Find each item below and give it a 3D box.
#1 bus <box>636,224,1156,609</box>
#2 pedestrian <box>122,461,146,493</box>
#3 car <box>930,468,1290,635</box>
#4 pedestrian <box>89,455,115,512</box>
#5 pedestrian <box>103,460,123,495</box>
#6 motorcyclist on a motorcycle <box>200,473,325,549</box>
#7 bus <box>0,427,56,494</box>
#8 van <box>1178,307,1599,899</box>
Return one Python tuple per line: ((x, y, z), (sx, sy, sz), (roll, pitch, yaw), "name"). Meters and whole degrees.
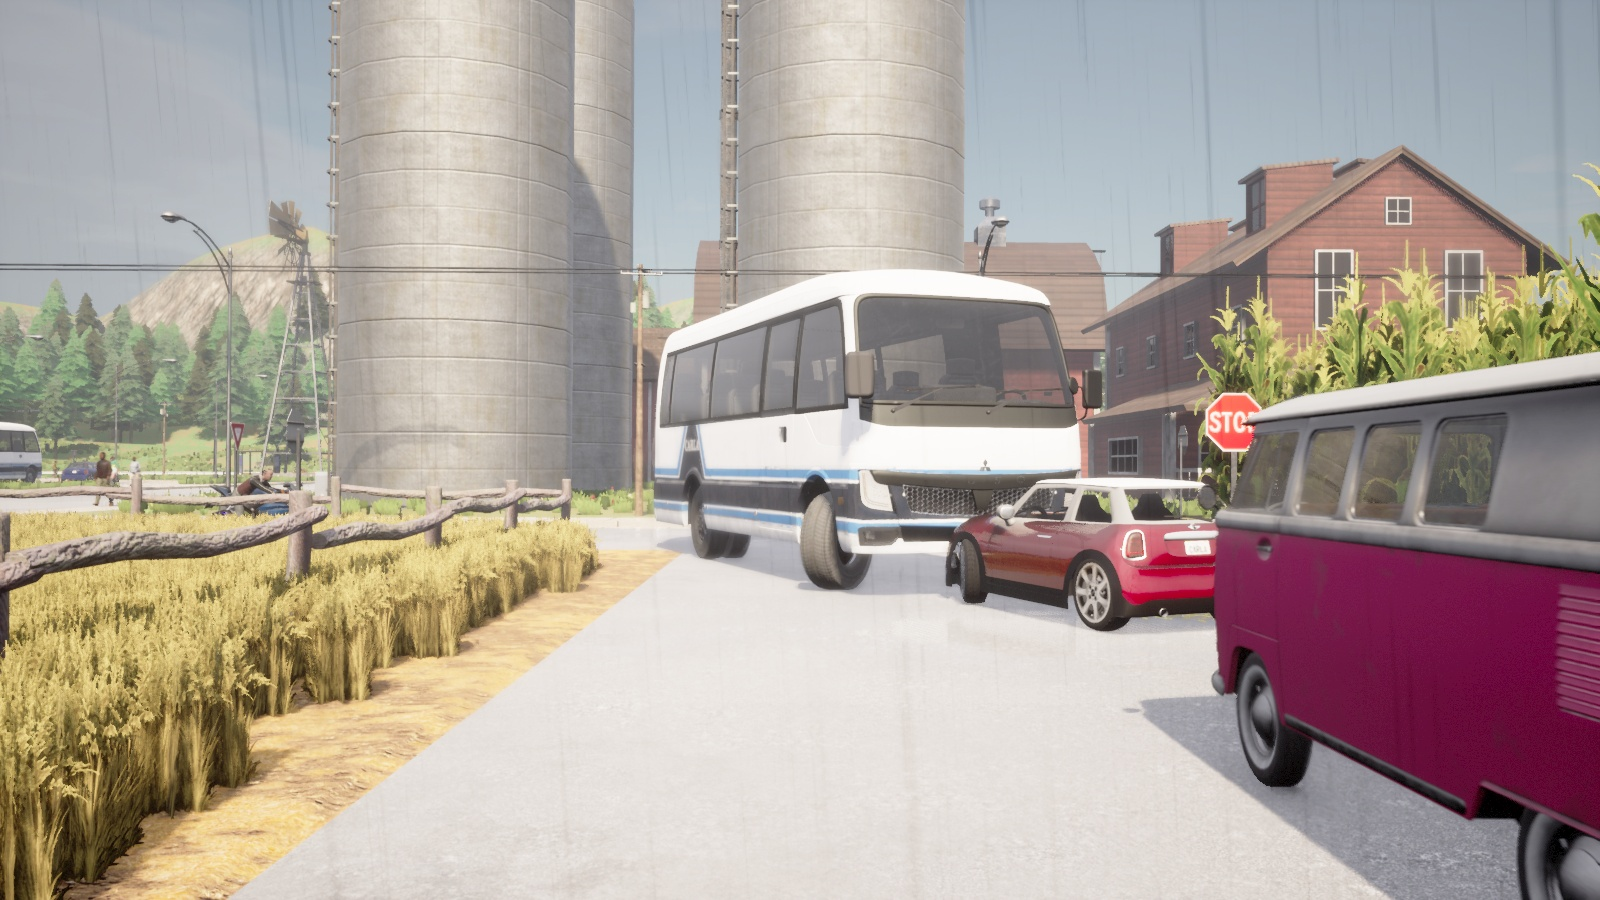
((0.634, -0.302, 19.368), (3.944, 4.253, 10.273), (0, -1, -21), "bus")
((-38.307, 1.558, 72.248), (0.874, 1.855, 0.900), (0, -1, -2), "pedestrian")
((3.177, 0.966, 13.693), (1.970, 1.475, 3.806), (0, 0, -21), "car")
((-22.718, 1.099, 40.902), (0.431, 1.840, 0.703), (0, -1, 3), "pedestrian")
((-39.224, 1.555, 71.726), (0.659, 1.952, 0.873), (0, -1, 0), "pedestrian")
((-11.014, 1.241, 25.760), (2.191, 1.530, 0.866), (0, -1, 0), "motorcyclist on a motorcycle")
((-52.625, 0.688, 80.551), (3.944, 4.253, 10.273), (0, -1, -1), "bus")
((3.087, 0.630, 5.036), (1.775, 1.987, 4.442), (0, -1, 0), "van")
